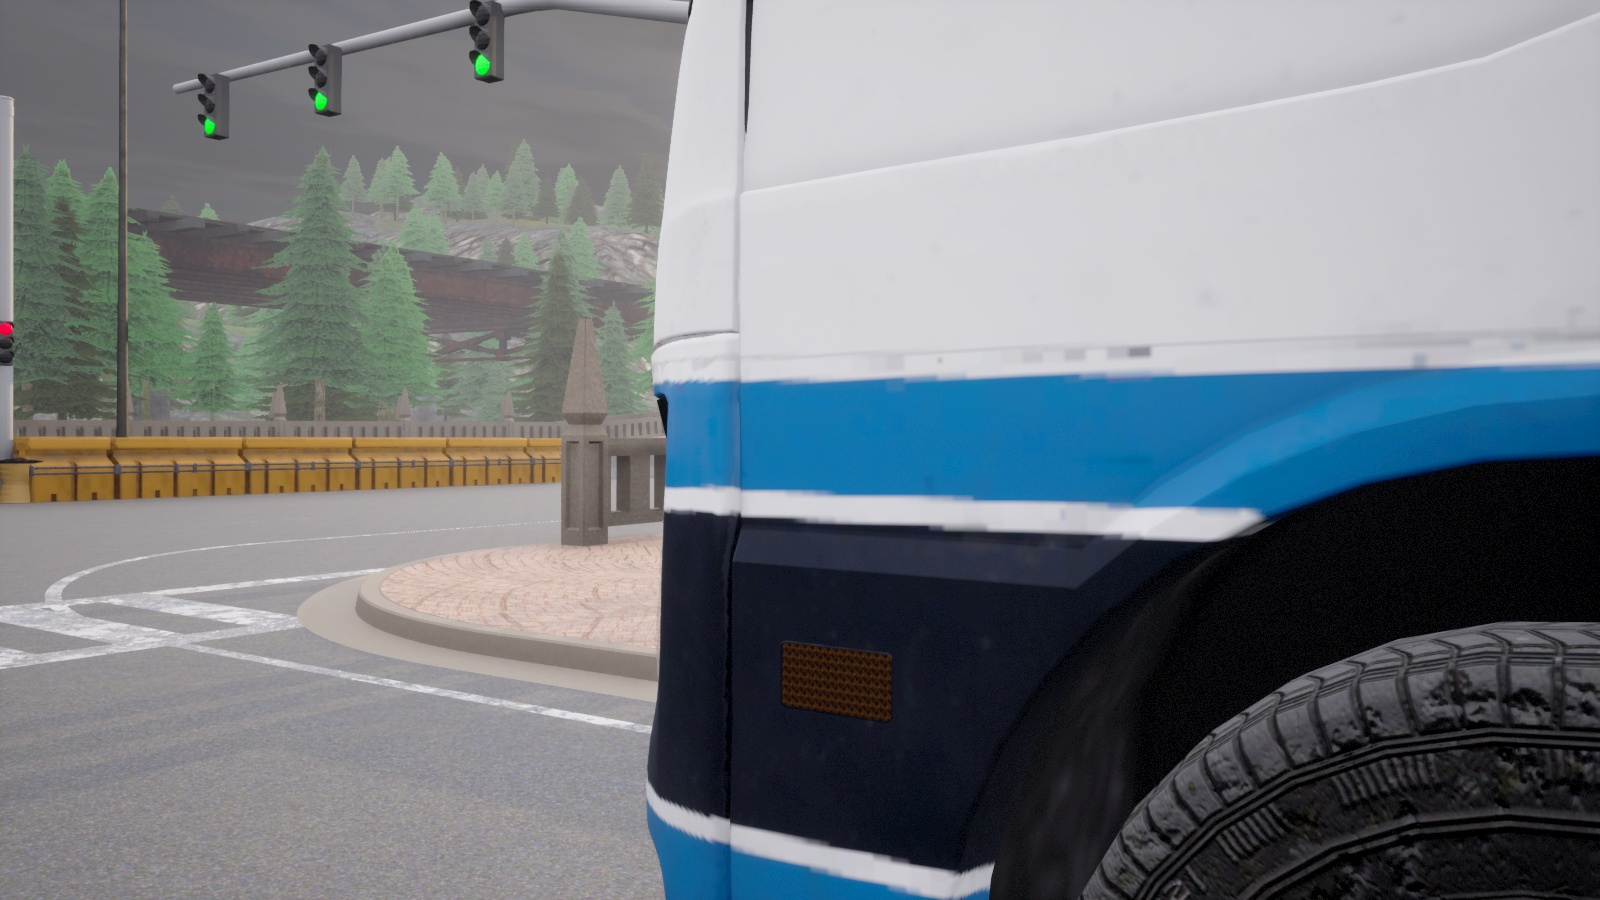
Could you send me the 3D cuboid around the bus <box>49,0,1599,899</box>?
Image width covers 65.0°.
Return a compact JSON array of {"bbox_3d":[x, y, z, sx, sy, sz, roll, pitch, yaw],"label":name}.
[{"bbox_3d":[4.151,-0.694,0.838,10.273,4.253,3.944,0,1,34],"label":"bus"}]
